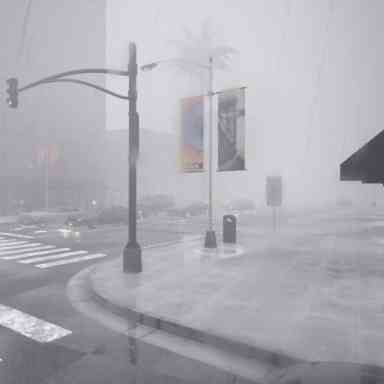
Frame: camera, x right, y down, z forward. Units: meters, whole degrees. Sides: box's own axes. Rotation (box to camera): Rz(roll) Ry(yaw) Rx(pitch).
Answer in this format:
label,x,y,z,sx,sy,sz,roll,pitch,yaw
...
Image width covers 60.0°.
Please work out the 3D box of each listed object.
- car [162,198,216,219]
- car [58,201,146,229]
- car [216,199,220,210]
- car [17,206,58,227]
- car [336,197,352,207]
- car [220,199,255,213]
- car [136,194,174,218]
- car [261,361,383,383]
label,x,y,z,sx,sy,sz,roll,pitch,yaw
car,-0.175,1.518,30.352,1.882,1.535,5.008,0,0,35
car,-5.839,1.571,22.325,2.033,1.411,5.357,0,0,35
car,2.196,1.532,39.331,1.882,1.535,5.008,0,0,35
car,-9.359,1.618,22.985,1.895,1.301,4.718,0,0,35
car,24.746,1.622,54.048,2.128,1.511,4.902,0,0,35
car,5.659,1.553,38.605,2.128,1.511,4.902,0,0,35
car,-3.725,1.256,30.960,2.150,2.045,5.566,0,0,35
car,2.175,1.551,1.295,4.403,1.369,2.008,0,0,36
